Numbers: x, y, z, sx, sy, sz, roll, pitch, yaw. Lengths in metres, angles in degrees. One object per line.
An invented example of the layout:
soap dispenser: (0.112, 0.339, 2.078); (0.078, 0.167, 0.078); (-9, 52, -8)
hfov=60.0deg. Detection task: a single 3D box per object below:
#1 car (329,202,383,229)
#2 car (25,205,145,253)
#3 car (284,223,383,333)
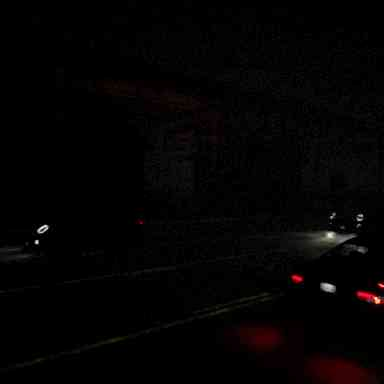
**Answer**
car: (10.146, 1.384, 19.657); (4.553, 1.767, 2.097); (0, 0, -35)
car: (-4.334, 1.359, 13.778); (4.553, 1.767, 2.097); (0, 0, -35)
car: (4.173, 1.559, 6.702); (5.357, 1.411, 2.033); (0, 0, -36)
